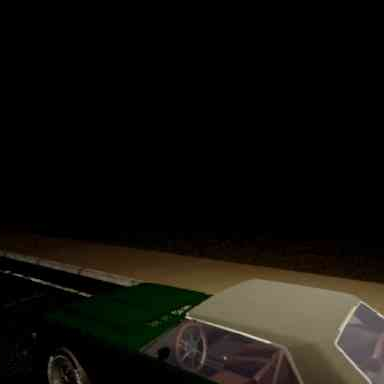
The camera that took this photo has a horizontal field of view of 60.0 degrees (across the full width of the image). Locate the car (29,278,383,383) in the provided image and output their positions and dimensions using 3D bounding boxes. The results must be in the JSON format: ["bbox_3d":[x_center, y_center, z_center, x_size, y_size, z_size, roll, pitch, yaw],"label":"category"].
[{"bbox_3d":[0.458,1.595,3.236,4.718,1.301,1.895,0,0,36],"label":"car"}]
